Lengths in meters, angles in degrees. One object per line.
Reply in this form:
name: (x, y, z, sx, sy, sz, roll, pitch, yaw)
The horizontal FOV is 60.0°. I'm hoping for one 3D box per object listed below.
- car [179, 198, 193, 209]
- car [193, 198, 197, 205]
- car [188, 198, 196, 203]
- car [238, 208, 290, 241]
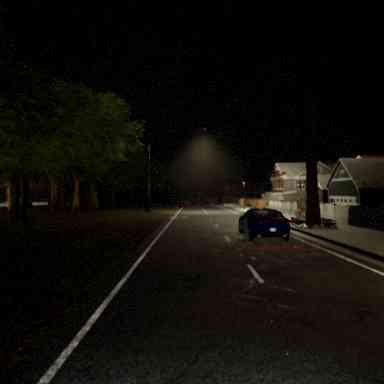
car: (-1.218, 2.025, 55.367, 1.812, 1.442, 4.674, 0, -1, 0)
car: (0.009, 2.094, 73.667, 2.033, 1.411, 5.357, 0, -1, 0)
car: (0.012, 2.345, 93.193, 2.033, 1.411, 5.357, 0, -1, 0)
car: (3.602, 1.551, 17.277, 1.882, 1.535, 5.008, 0, -1, 0)
